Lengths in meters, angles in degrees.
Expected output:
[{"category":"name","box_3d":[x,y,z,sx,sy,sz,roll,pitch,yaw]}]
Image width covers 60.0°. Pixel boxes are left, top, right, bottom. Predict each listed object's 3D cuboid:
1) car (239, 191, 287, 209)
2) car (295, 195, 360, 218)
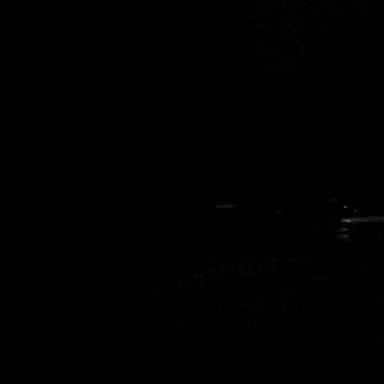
[{"category":"car","box_3d":[6.605,0.669,31.858,4.553,1.767,2.097,0,1,39]},{"category":"car","box_3d":[9.417,0.929,23.552,1.812,1.442,4.674,-1,1,-30]}]
